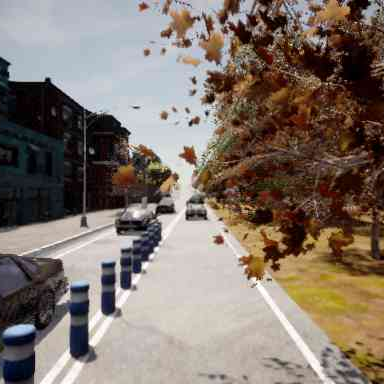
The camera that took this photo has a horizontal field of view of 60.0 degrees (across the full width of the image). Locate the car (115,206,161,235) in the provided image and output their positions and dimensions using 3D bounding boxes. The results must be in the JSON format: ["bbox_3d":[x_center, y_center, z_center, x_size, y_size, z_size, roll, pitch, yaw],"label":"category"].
[{"bbox_3d":[-3.215,1.723,19.858,1.895,1.301,4.718,0,0,1],"label":"car"}]

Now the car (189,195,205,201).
[{"bbox_3d":[0.750,1.459,51.164,2.150,2.045,5.566,0,0,1],"label":"car"}]

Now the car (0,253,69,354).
[{"bbox_3d":[-3.333,1.577,4.254,2.033,1.411,5.357,0,-1,0],"label":"car"}]

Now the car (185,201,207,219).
[{"bbox_3d":[0.390,1.767,30.562,1.895,1.301,4.718,0,0,1],"label":"car"}]

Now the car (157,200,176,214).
[{"bbox_3d":[-2.921,1.672,37.717,1.882,1.535,5.008,0,-1,1],"label":"car"}]
